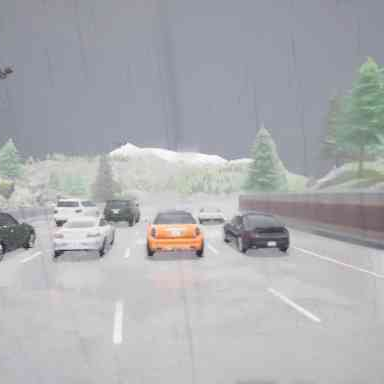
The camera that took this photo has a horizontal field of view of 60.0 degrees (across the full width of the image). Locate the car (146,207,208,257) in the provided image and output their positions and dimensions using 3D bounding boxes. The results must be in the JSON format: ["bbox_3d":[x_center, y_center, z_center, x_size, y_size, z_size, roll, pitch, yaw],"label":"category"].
[{"bbox_3d":[-0.841,1.510,13.886,2.097,1.767,4.553,0,-1,-7],"label":"car"}]

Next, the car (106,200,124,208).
[{"bbox_3d":[-15.646,2.398,67.577,1.994,1.385,4.181,-1,-1,13],"label":"car"}]

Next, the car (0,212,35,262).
[{"bbox_3d":[-7.759,1.542,12.813,2.097,1.767,4.553,0,-1,-7],"label":"car"}]

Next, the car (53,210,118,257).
[{"bbox_3d":[-4.358,1.706,13.817,1.812,1.442,4.674,0,0,-7],"label":"car"}]

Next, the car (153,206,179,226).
[{"bbox_3d":[-2.064,1.917,27.394,1.895,1.301,4.718,0,-1,-1],"label":"car"}]

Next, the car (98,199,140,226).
[{"bbox_3d":[-5.553,1.554,26.553,2.150,2.045,5.566,0,0,-2],"label":"car"}]

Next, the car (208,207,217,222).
[{"bbox_3d":[1.432,1.897,27.573,1.895,1.301,4.718,0,-1,-1],"label":"car"}]

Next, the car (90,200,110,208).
[{"bbox_3d":[-18.995,2.379,68.630,1.837,1.490,4.892,-1,-1,13],"label":"car"}]

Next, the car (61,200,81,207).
[{"bbox_3d":[-25.682,2.496,70.731,1.994,1.385,4.181,-1,-1,13],"label":"car"}]

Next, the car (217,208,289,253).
[{"bbox_3d":[2.606,1.651,14.502,1.837,1.490,4.892,0,0,-7],"label":"car"}]

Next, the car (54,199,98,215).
[{"bbox_3d":[-9.048,1.574,26.371,2.150,2.045,5.566,0,0,-2],"label":"car"}]

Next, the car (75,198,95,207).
[{"bbox_3d":[-22.333,2.267,69.711,2.097,1.767,4.553,-1,-1,13],"label":"car"}]
